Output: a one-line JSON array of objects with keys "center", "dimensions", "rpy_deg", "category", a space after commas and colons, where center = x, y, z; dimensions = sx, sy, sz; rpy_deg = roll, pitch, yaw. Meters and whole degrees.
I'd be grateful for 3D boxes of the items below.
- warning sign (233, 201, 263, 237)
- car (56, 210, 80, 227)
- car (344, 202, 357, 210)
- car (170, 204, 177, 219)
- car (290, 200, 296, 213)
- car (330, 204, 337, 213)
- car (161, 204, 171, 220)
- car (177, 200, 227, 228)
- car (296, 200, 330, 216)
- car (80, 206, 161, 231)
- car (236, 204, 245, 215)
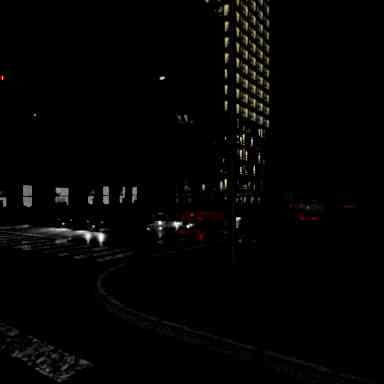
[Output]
[{"center": [3.124, 1.454, 18.531], "dimensions": [1.300, 1.860, 1.060], "rpy_deg": [1, 1, 33], "category": "warning sign"}, {"center": [-7.540, 1.873, 25.460], "dimensions": [2.033, 1.411, 5.357], "rpy_deg": [0, -1, 33], "category": "car"}, {"center": [31.360, 2.789, 65.776], "dimensions": [1.882, 1.535, 5.008], "rpy_deg": [0, -1, 33], "category": "car"}, {"center": [0.553, 2.055, 32.061], "dimensions": [2.033, 1.411, 5.357], "rpy_deg": [0, -1, 33], "category": "car"}, {"center": [16.581, 2.169, 50.668], "dimensions": [2.150, 2.045, 5.566], "rpy_deg": [0, -1, 33], "category": "car"}, {"center": [21.811, 2.596, 52.990], "dimensions": [1.994, 1.385, 4.181], "rpy_deg": [0, -1, 33], "category": "car"}, {"center": [-2.358, 2.002, 33.539], "dimensions": [1.837, 1.490, 4.892], "rpy_deg": [0, -1, 33], "category": "car"}, {"center": [1.156, 1.786, 26.615], "dimensions": [2.097, 1.767, 4.553], "rpy_deg": [0, -1, 33], "category": "car"}, {"center": [16.088, 2.066, 44.001], "dimensions": [2.150, 2.045, 5.566], "rpy_deg": [0, -1, 35], "category": "car"}, {"center": [-4.883, 1.874, 23.582], "dimensions": [2.033, 1.411, 5.357], "rpy_deg": [0, -1, 33], "category": "car"}, {"center": [6.034, 2.180, 40.593], "dimensions": [2.128, 1.511, 4.902], "rpy_deg": [0, -1, 33], "category": "car"}]
